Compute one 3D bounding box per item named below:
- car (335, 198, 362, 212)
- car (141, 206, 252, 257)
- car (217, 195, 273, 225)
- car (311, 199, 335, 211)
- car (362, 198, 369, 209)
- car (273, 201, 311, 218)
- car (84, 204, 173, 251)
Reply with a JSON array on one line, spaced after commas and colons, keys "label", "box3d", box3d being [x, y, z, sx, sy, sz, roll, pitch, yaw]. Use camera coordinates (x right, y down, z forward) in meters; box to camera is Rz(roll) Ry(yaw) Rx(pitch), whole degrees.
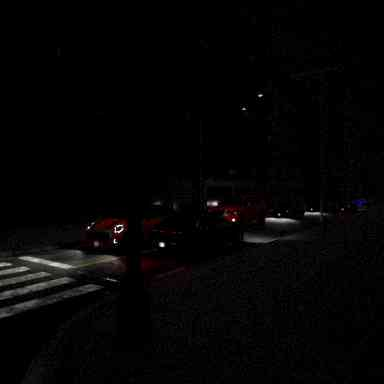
[{"label": "car", "box3d": [17.831, 1.605, 38.348, 1.895, 1.301, 4.718, 0, 0, 35]}, {"label": "car", "box3d": [0.373, 1.510, 13.129, 1.837, 1.490, 4.892, 0, 0, 35]}, {"label": "car", "box3d": [3.139, 1.213, 22.156, 2.150, 2.045, 5.566, 0, 0, 35]}, {"label": "car", "box3d": [14.733, 1.538, 38.882, 2.033, 1.411, 5.357, 0, 0, 35]}, {"label": "car", "box3d": [23.574, 1.536, 46.750, 1.812, 1.442, 4.674, 0, 0, 35]}, {"label": "car", "box3d": [8.964, 1.538, 30.591, 2.033, 1.411, 5.357, 0, 0, 35]}, {"label": "car", "box3d": [-2.306, 1.345, 14.213, 2.097, 1.767, 4.553, 0, 0, 34]}]
